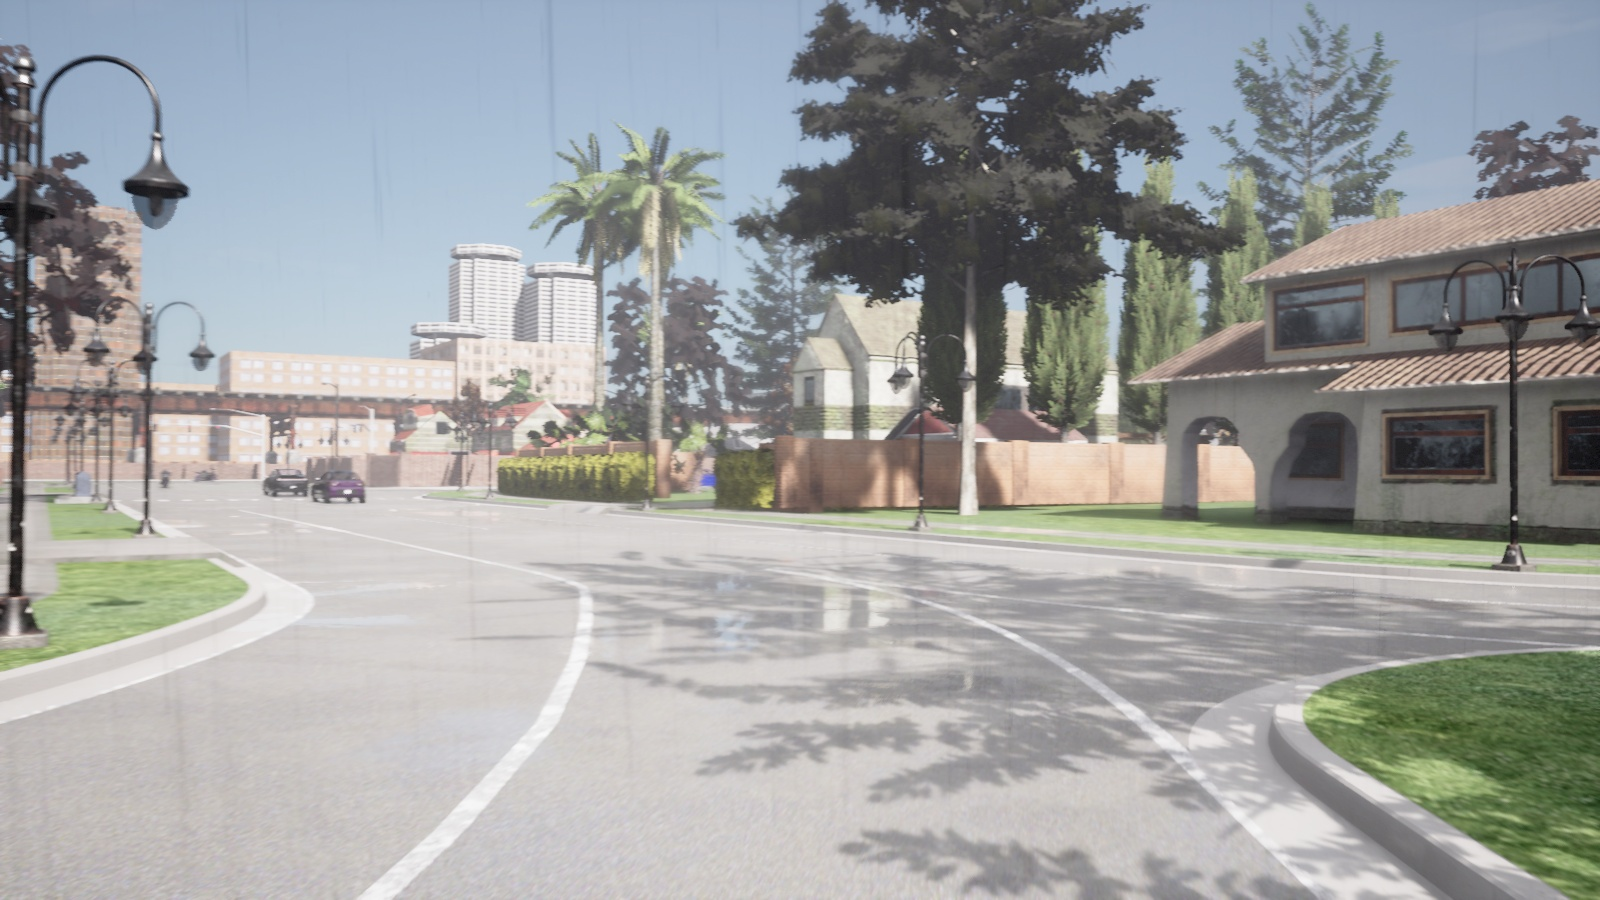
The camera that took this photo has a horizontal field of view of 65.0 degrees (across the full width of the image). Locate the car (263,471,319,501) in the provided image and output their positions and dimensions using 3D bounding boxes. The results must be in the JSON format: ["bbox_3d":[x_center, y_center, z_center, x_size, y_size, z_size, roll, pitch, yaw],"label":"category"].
[{"bbox_3d":[-28.261,1.975,69.584,2.128,1.511,4.902,0,0,-31],"label":"car"}]

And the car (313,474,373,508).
[{"bbox_3d":[-20.866,1.837,57.285,1.816,1.474,4.193,0,-1,-31],"label":"car"}]

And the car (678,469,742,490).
[{"bbox_3d":[-6.497,2.126,90.454,4.193,1.474,1.816,0,-1,-30],"label":"car"}]
